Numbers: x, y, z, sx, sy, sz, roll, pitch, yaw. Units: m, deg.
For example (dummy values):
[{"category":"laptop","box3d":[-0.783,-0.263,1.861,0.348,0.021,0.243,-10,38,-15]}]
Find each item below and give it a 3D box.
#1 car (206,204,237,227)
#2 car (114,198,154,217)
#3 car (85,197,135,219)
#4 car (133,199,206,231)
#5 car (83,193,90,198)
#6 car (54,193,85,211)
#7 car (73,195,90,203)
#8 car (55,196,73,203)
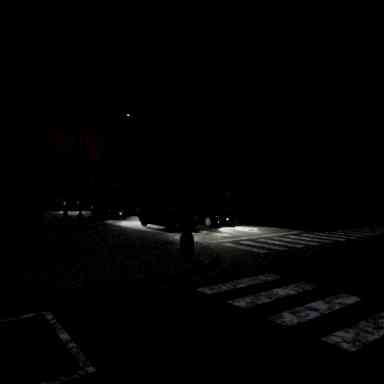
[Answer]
[{"category":"car","box3d":[1.104,1.538,22.690,1.994,1.385,4.181,0,0,-35]},{"category":"car","box3d":[-5.697,1.434,32.150,1.882,1.535,5.008,0,1,-36]},{"category":"car","box3d":[-7.123,1.455,28.564,2.128,1.511,4.902,0,0,-36]},{"category":"car","box3d":[-1.582,1.456,20.846,1.882,1.535,5.008,0,0,-36]},{"category":"car","box3d":[-18.957,1.132,56.504,2.150,2.045,5.566,0,0,-35]},{"category":"car","box3d":[-14.694,1.298,39.130,2.097,1.767,4.553,0,0,-36]},{"category":"car","box3d":[-22.043,1.368,66.382,1.882,1.535,5.008,0,0,-36]},{"category":"car","box3d":[-25.092,1.440,65.054,2.033,1.411,5.357,0,0,-36]}]
